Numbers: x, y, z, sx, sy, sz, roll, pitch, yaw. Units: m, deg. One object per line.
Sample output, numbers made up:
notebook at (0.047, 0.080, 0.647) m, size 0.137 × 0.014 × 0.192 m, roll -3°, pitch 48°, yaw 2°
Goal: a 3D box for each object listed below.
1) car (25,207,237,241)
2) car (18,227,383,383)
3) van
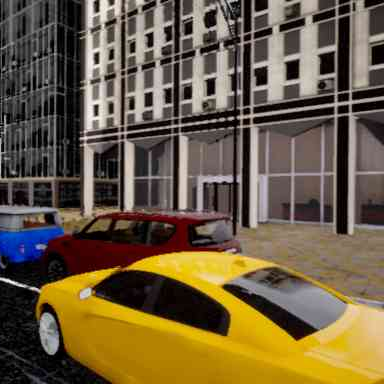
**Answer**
car at (-1.283, 1.325, 7.467) m, size 5.009 × 1.841 × 2.192 m, roll 0°, pitch 0°, yaw 36°
car at (-0.113, 1.489, 4.086) m, size 5.008 × 1.535 × 1.882 m, roll 0°, pitch 0°, yaw 42°
van at (-5.906, 1.351, 10.774) m, size 3.998 × 1.788 × 1.690 m, roll 0°, pitch 0°, yaw 36°
